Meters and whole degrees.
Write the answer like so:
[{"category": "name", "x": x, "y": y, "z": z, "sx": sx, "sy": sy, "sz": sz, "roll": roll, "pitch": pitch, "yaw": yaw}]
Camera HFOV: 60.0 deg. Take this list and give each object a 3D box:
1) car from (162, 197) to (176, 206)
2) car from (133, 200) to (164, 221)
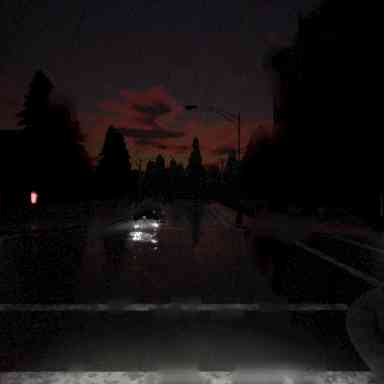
[{"category": "car", "x": -3.605, "y": 1.398, "z": 52.222, "sx": 1.895, "sy": 1.301, "sz": 4.718, "roll": 0, "pitch": 0, "yaw": 0}, {"category": "car", "x": -3.555, "y": 1.596, "z": 27.130, "sx": 1.895, "sy": 1.301, "sz": 4.718, "roll": 0, "pitch": 0, "yaw": 0}]
